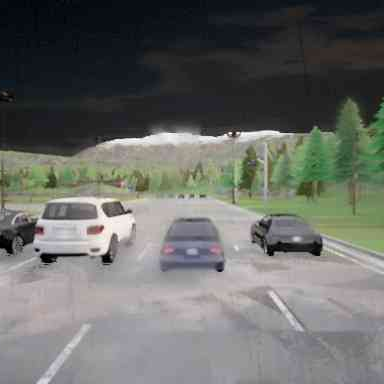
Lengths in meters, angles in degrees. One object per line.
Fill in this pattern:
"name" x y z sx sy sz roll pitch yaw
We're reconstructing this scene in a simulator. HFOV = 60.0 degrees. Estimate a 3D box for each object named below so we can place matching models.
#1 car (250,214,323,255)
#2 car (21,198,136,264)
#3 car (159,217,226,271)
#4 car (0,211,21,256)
"car" 3.546 1.537 13.125 1.994 1.385 4.181 0 0 1
"car" -3.470 1.198 11.808 2.150 2.045 5.566 0 0 1
"car" 0.021 1.525 10.789 2.033 1.411 5.357 0 0 0
"car" -6.957 1.464 12.975 2.128 1.511 4.902 0 0 1
